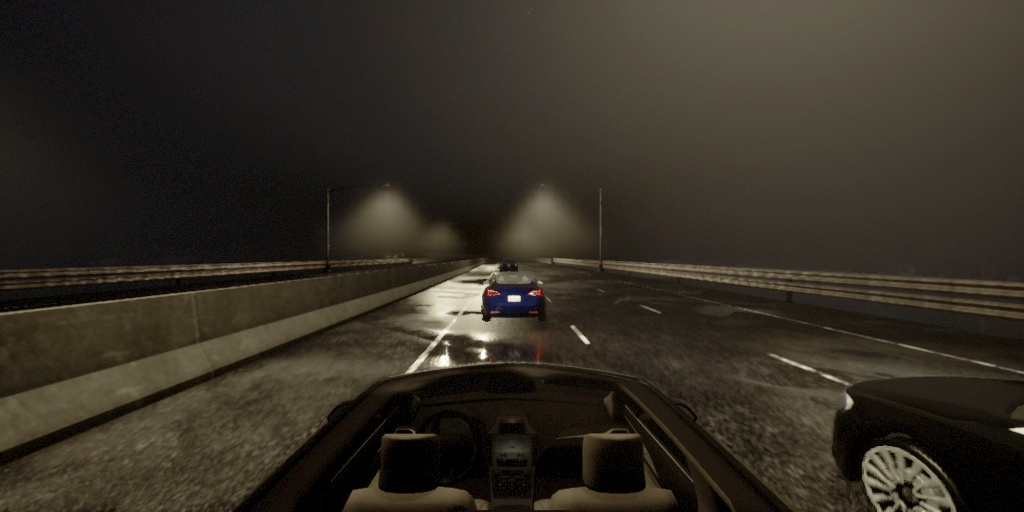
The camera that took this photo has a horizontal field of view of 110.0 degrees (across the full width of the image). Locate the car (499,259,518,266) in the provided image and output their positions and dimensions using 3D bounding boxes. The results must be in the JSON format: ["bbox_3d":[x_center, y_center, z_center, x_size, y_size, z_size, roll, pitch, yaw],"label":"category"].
[{"bbox_3d":[-0.395,1.078,41.761,2.097,1.767,4.553,0,0,-1],"label":"car"}]

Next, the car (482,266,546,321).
[{"bbox_3d":[0.049,1.253,12.498,2.163,1.488,4.792,0,0,0],"label":"car"}]

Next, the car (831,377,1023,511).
[{"bbox_3d":[3.592,1.241,0.979,2.128,1.511,4.902,0,0,0],"label":"car"}]
